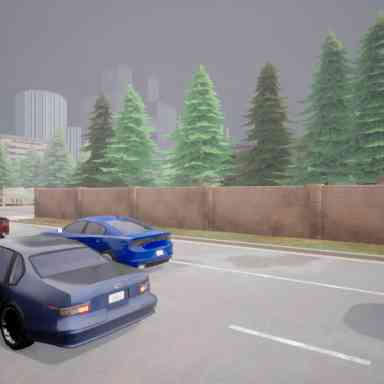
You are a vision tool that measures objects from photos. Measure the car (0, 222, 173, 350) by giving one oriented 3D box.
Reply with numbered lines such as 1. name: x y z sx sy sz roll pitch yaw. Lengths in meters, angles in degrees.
1. car: -3.126 1.547 6.214 5.357 1.411 2.033 0 0 35

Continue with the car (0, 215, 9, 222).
1. car: -10.708 1.478 15.926 5.008 1.535 1.882 0 0 35

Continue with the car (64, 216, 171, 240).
1. car: -2.880 1.478 10.345 5.008 1.535 1.882 0 0 35
